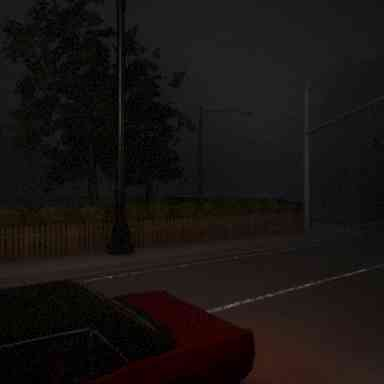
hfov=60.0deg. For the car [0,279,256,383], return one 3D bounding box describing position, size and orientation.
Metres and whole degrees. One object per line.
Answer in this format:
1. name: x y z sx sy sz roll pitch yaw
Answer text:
1. car: -1.761 1.601 2.742 4.718 1.301 1.895 0 0 -36
